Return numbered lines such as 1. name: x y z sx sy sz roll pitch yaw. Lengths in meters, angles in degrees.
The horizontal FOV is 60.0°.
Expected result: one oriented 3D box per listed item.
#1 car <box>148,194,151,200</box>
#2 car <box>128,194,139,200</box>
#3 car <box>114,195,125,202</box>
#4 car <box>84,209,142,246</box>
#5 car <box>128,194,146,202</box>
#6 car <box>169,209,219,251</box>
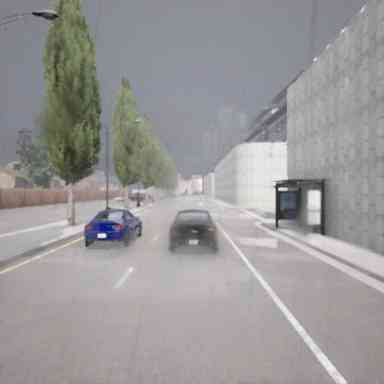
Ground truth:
1. car: -11.495 1.260 85.278 1.812 1.442 4.674 0 0 0
2. car: -14.995 1.275 85.278 2.033 1.411 5.357 0 0 0
3. car: -14.996 1.381 69.413 1.895 1.301 4.718 0 0 0
4. car: -3.423 1.503 14.980 1.812 1.442 4.674 0 0 0
5. car: -11.496 1.338 69.443 1.994 1.385 4.181 0 0 0
6. car: 0.071 1.485 14.048 1.837 1.490 4.892 0 1 0
